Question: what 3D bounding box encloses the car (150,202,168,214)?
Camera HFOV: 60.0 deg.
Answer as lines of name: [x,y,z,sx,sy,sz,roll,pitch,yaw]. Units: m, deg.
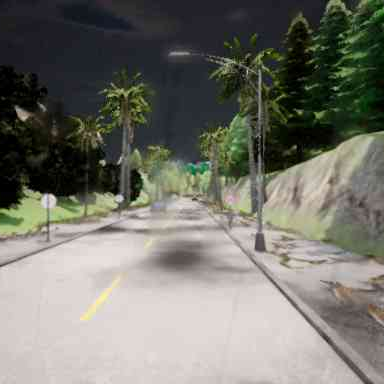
car: [-4.112,1.973,41.763,1.812,1.442,4.674,0,-1,0]
